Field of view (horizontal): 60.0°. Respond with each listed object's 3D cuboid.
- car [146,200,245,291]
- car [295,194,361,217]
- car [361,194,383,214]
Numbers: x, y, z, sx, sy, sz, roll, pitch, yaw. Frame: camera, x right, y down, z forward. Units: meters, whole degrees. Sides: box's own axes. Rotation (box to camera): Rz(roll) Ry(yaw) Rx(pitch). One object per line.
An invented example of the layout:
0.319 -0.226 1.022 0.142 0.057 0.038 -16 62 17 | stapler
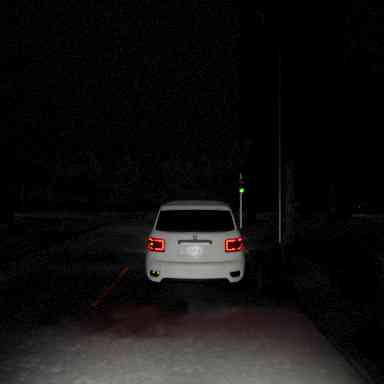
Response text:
0.104 1.221 9.180 2.150 2.045 5.566 0 0 1 | car
11.911 1.221 30.477 5.566 2.045 2.150 0 0 1 | car
20.226 1.221 34.598 5.566 2.045 2.150 0 0 0 | car
